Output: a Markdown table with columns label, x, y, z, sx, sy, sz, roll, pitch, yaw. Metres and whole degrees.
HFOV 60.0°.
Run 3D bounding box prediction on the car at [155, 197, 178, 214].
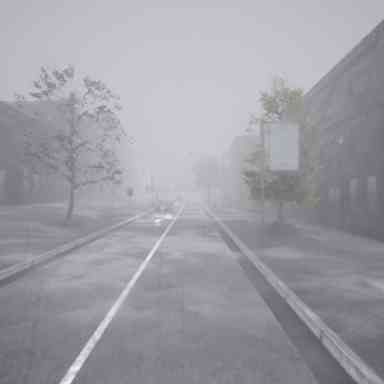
| label | x | y | z | sx | sy | sz | roll | pitch | yaw |
| --- | --- | --- | --- | --- | --- | --- | --- | --- | --- |
| car | -3.092 | 1.605 | 37.612 | 2.128 | 1.511 | 4.902 | 0 | 0 | 0 |

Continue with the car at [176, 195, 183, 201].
| label | x | y | z | sx | sy | sz | roll | pitch | yaw |
| --- | --- | --- | --- | --- | --- | --- | --- | --- | --- |
| car | -3.158 | 1.448 | 79.536 | 2.128 | 1.511 | 4.902 | 0 | 0 | 0 |
